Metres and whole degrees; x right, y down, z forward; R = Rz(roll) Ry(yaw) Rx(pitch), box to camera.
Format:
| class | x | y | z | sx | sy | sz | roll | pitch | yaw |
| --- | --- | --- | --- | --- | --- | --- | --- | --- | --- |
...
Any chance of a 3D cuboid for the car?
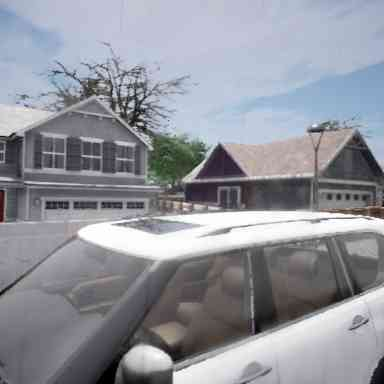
| class | x | y | z | sx | sy | sz | roll | pitch | yaw |
| --- | --- | --- | --- | --- | --- | --- | --- | --- | --- |
| car | -0.163 | 1.231 | 2.775 | 5.566 | 2.045 | 2.150 | 0 | 0 | -35 |
